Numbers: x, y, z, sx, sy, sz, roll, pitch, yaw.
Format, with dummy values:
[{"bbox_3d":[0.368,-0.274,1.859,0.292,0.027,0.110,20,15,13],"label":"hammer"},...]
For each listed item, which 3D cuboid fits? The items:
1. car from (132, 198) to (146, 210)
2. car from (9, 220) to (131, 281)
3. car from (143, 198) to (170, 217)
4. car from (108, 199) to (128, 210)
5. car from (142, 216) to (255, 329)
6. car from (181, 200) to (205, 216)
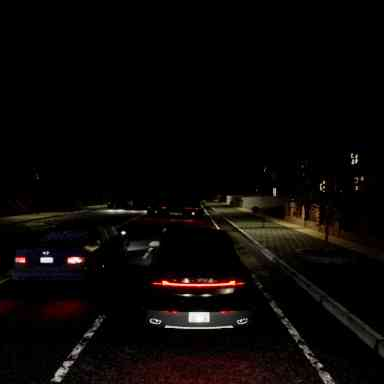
[{"bbox_3d":[-6.519,1.503,42.951,1.882,1.535,5.008,0,0,0],"label":"car"},{"bbox_3d":[-3.191,1.550,9.851,2.033,1.411,5.357,0,0,0],"label":"car"},{"bbox_3d":[-3.160,1.540,31.494,1.812,1.442,4.674,0,0,0],"label":"car"},{"bbox_3d":[-9.757,1.592,43.915,1.994,1.385,4.181,0,0,0],"label":"car"},{"bbox_3d":[0.099,1.507,7.076,1.837,1.490,4.892,0,0,0],"label":"car"},{"bbox_3d":[0.100,1.518,29.787,1.837,1.490,4.892,0,0,0],"label":"car"}]
